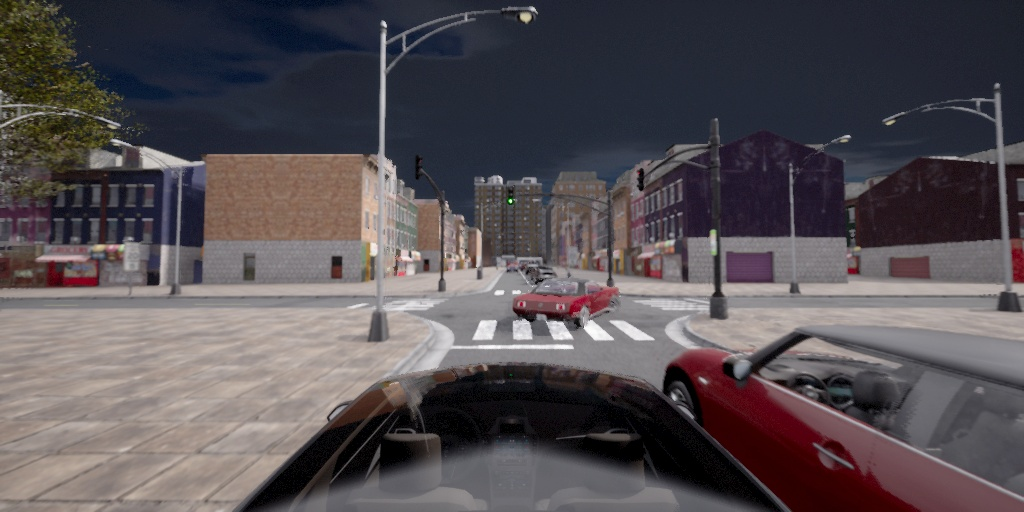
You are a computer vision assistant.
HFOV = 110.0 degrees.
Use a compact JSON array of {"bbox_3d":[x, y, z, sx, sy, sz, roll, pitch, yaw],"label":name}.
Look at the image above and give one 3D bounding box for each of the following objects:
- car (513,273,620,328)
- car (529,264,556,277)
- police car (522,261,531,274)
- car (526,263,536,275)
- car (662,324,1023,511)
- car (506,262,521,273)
[{"bbox_3d":[2.008,1.376,11.750,1.895,1.301,4.718,0,0,32],"label":"car"},{"bbox_3d":[2.659,1.601,29.232,1.948,1.339,4.313,0,0,0],"label":"car"},{"bbox_3d":[2.783,1.742,49.070,1.930,1.638,5.238,0,-1,0],"label":"police car"},{"bbox_3d":[2.662,1.672,34.668,1.948,1.339,4.313,0,0,0],"label":"car"},{"bbox_3d":[2.640,1.197,2.489,1.967,1.591,4.097,0,0,0],"label":"car"},{"bbox_3d":[0.088,2.080,59.082,1.895,1.301,4.718,0,-1,1],"label":"car"}]
